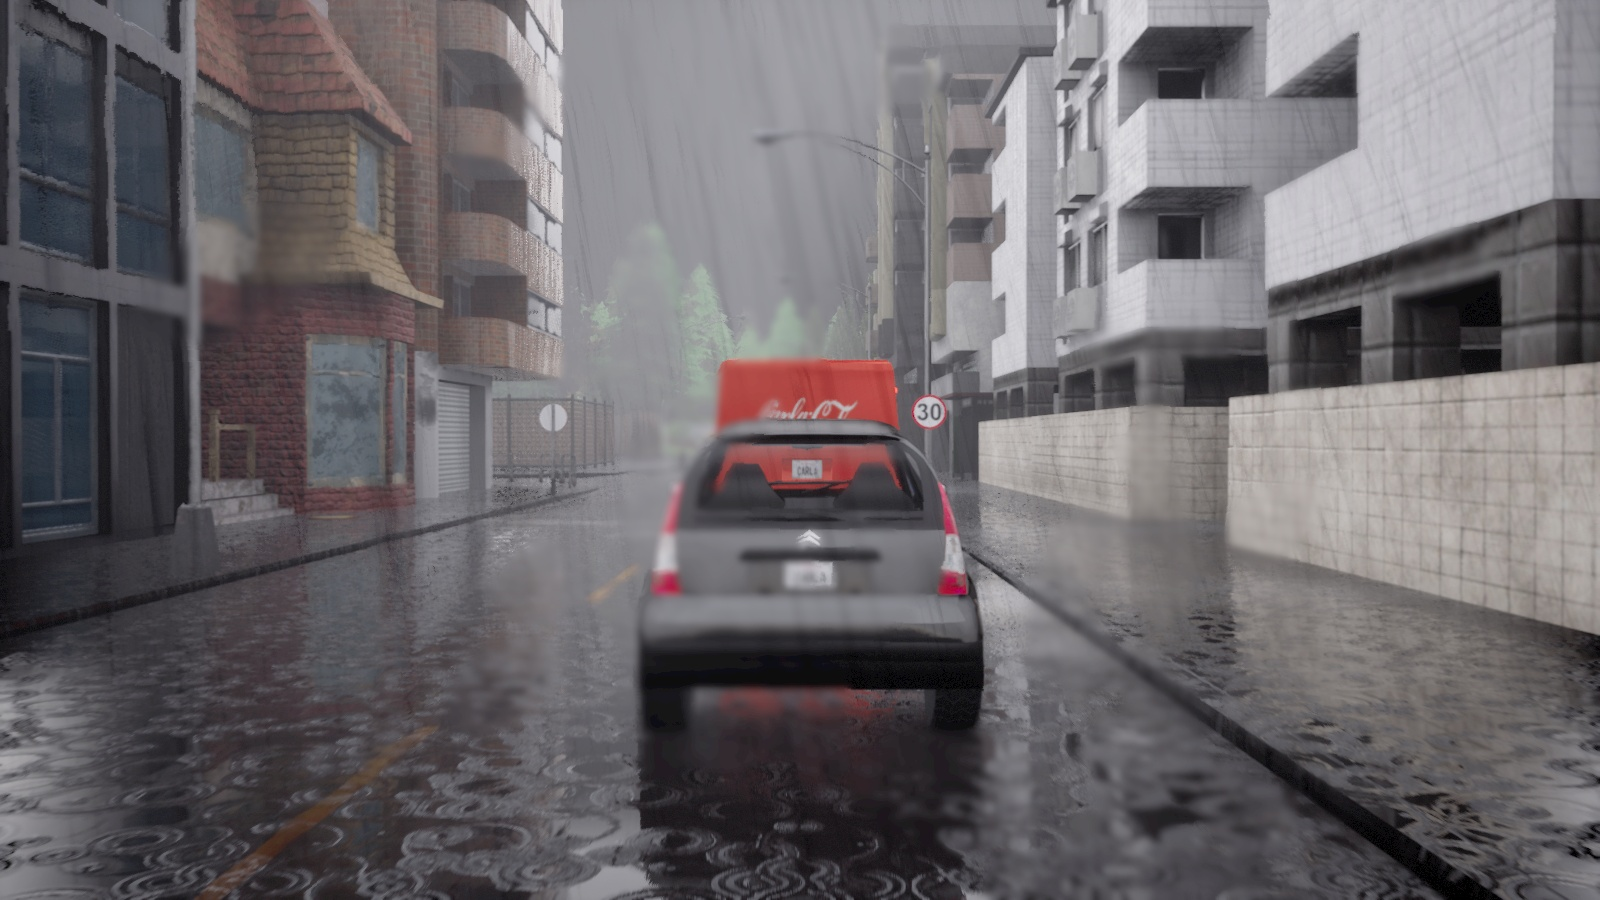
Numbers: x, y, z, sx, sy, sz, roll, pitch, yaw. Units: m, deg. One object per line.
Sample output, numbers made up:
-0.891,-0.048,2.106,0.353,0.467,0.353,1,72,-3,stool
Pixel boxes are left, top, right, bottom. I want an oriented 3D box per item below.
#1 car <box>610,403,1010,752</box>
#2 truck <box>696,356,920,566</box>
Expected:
0.054,0.573,7.818,1.851,1.617,3.988,0,1,0,car
0.102,0.102,17.352,2.627,2.467,5.204,0,1,0,truck
